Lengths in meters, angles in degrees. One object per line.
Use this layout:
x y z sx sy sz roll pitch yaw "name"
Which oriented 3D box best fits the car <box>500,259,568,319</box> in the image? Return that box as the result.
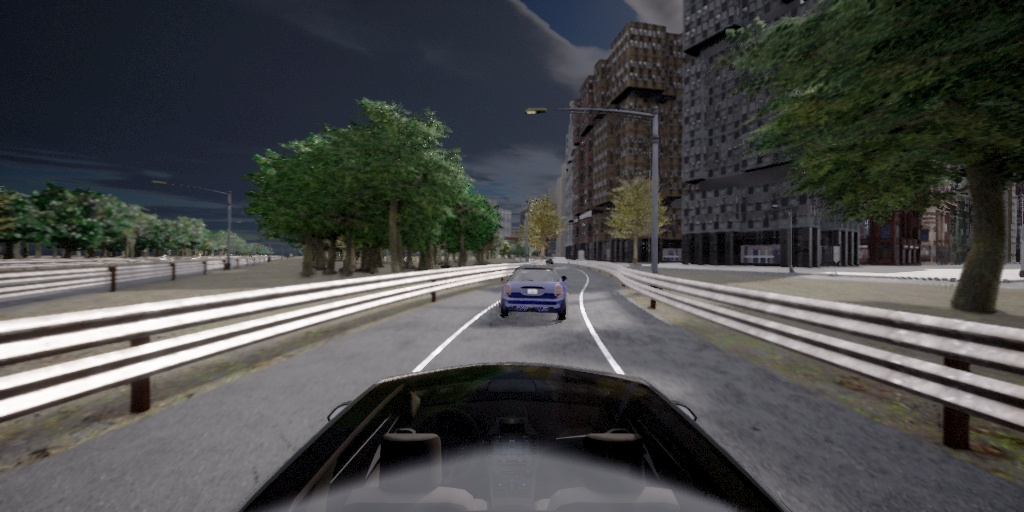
0.923 1.106 13.069 2.097 1.767 4.553 1 0 8 "car"
